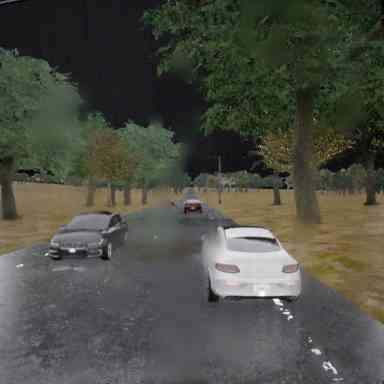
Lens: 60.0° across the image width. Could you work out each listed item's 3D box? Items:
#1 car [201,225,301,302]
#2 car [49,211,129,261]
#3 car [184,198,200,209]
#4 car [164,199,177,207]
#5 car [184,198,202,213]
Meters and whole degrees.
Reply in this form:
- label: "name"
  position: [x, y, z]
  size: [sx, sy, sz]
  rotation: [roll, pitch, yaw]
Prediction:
- label: "car"
  position: [1.232, 1.530, 8.149]
  size: [1.812, 1.442, 4.674]
  rotation: [0, 0, 0]
- label: "car"
  position: [-3.589, 1.512, 12.404]
  size: [1.837, 1.490, 4.892]
  rotation: [0, 0, 0]
- label: "car"
  position: [0.041, 1.587, 46.813]
  size: [2.128, 1.511, 4.902]
  rotation: [0, -1, 0]
- label: "car"
  position: [-3.454, 1.783, 53.918]
  size: [1.895, 1.301, 4.718]
  rotation: [0, -1, 0]
- label: "car"
  position: [0.114, 1.507, 36.750]
  size: [1.882, 1.535, 5.008]
  rotation: [0, 0, 0]
